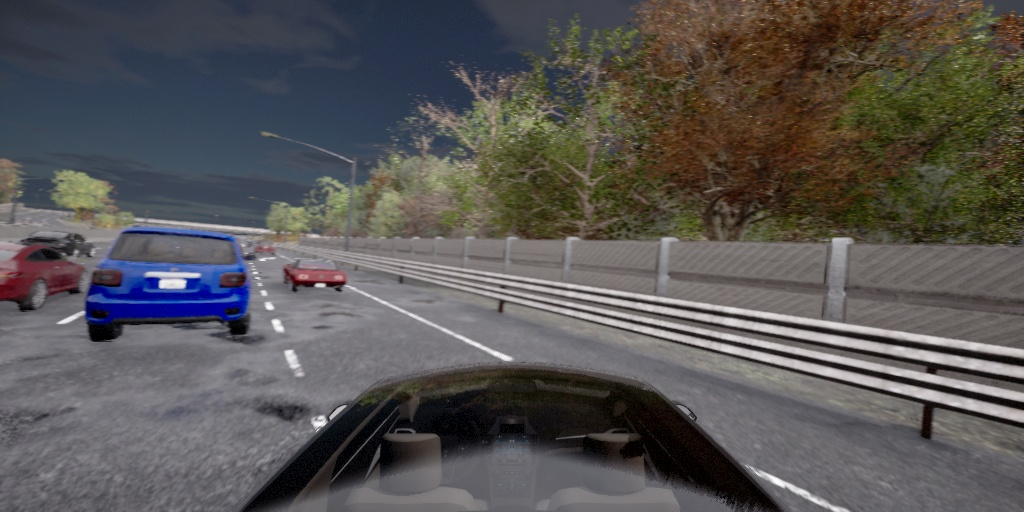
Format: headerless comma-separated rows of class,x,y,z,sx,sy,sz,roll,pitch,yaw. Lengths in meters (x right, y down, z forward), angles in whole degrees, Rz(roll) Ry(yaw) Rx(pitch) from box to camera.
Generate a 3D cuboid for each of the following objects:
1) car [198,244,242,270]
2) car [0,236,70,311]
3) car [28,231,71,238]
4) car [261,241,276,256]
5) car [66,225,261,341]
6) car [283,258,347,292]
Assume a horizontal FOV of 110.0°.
car,-18.593,0.004,22.994,1.895,1.301,4.718,5,0,-37
car,-11.869,0.372,8.379,1.812,1.442,4.674,5,0,-37
car,-24.947,-0.614,19.819,1.837,1.490,4.892,5,0,-37
car,-30.729,-1.066,44.595,2.097,1.767,4.553,5,0,-37
car,-7.172,0.436,8.002,2.150,2.045,5.566,5,0,-37
car,-8.653,0.745,15.516,1.895,1.301,4.718,5,0,-37
